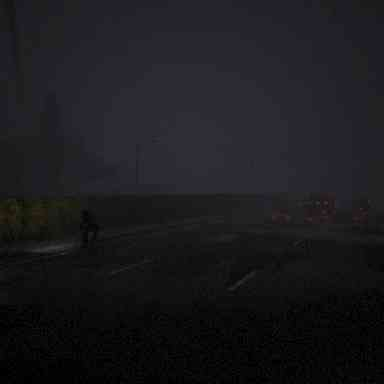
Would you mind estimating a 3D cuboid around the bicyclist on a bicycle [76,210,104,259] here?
[{"bbox_3d":[-3.541,1.455,11.434,1.656,1.620,0.582,-3,-2,40],"label":"bicyclist on a bicycle"}]

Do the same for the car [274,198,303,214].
[{"bbox_3d":[10.240,1.478,35.937,1.882,1.535,5.008,0,0,28],"label":"car"}]

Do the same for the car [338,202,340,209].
[{"bbox_3d":[18.224,1.601,43.538,1.895,1.301,4.718,0,0,29],"label":"car"}]

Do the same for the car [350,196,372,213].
[{"bbox_3d":[19.283,1.505,37.970,1.837,1.490,4.892,0,0,28],"label":"car"}]

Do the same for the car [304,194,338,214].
[{"bbox_3d":[13.660,1.221,35.051,2.150,2.045,5.566,0,0,29],"label":"car"}]
